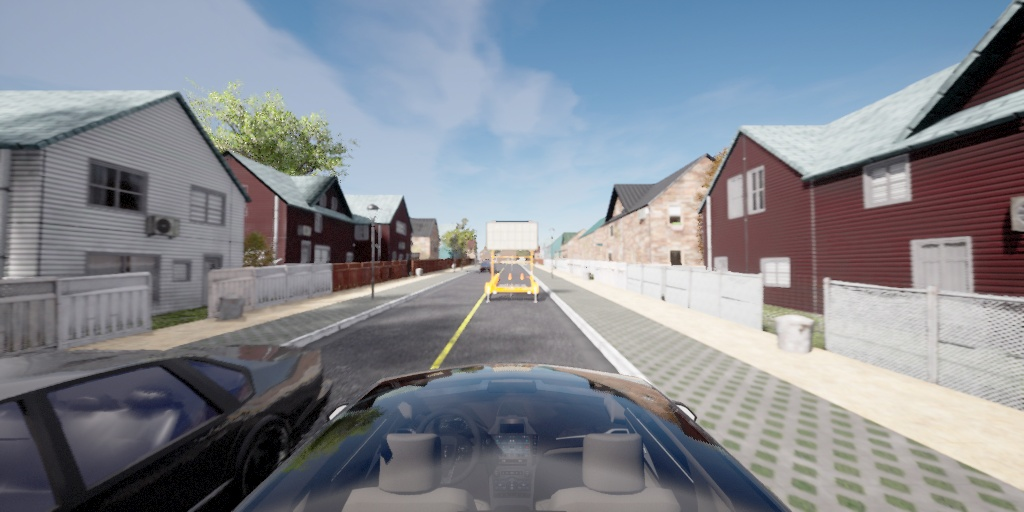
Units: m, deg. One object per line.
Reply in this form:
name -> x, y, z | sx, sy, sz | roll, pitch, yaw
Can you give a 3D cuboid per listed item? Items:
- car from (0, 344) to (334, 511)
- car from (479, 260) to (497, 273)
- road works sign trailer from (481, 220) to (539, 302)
car -> -2.850, 1.298, 1.541 | 2.033, 1.411, 5.357 | 0, 0, 0
car -> -2.818, 1.236, 43.108 | 2.033, 1.411, 5.357 | 0, 0, 0
road works sign trailer -> 0.005, 0.161, 16.488 | 2.380, 3.560, 2.880 | 0, 0, 1
